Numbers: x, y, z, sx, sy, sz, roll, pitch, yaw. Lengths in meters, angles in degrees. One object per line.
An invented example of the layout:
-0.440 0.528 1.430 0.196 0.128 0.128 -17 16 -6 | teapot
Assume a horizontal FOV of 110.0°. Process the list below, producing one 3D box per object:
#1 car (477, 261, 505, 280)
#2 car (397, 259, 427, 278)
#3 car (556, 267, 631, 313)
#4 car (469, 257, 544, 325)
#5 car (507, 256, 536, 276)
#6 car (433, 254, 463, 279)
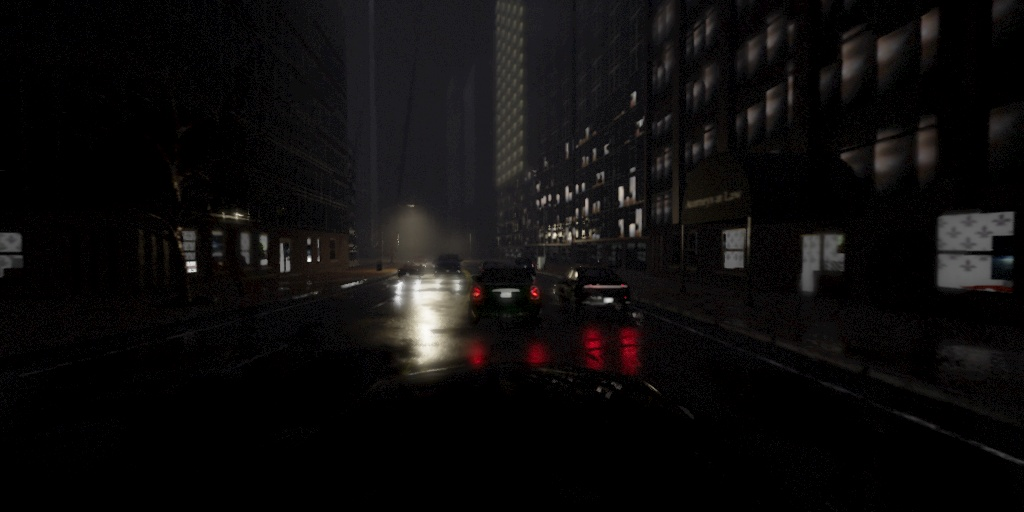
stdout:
-1.878 1.142 30.370 2.033 1.411 5.357 0 0 -8 | car
-8.808 1.215 31.576 1.895 1.301 4.718 0 0 -8 | car
2.914 1.172 13.732 2.128 1.511 4.902 0 0 -3 | car
-0.245 1.051 11.777 2.097 1.767 4.553 0 0 -3 | car
0.810 0.910 34.328 2.097 1.767 4.553 0 0 -8 | car
-5.481 0.824 31.205 2.150 2.045 5.566 0 0 -8 | car
